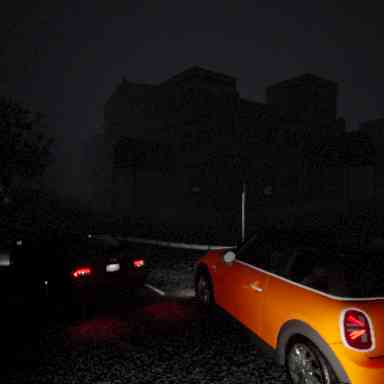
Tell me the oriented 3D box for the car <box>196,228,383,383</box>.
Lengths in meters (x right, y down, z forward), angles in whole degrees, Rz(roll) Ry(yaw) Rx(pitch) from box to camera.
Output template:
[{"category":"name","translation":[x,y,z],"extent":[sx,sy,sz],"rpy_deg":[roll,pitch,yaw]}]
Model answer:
[{"category":"car","translation":[1.638,1.354,5.310],"extent":[2.097,1.767,4.553],"rpy_deg":[0,0,-18]}]

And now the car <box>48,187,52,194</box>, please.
[{"category":"car","translation":[-34.514,0.192,74.117],"extent":[4.892,1.521,2.231],"rpy_deg":[0,2,-18]}]

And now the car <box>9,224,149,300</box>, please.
[{"category":"car","translation":[-3.163,1.552,8.552],"extent":[2.033,1.411,5.357],"rpy_deg":[0,0,-39]}]

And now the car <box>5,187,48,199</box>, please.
[{"category":"car","translation":[-26.722,0.519,53.863],"extent":[5.566,2.045,2.435],"rpy_deg":[0,1,-23]}]

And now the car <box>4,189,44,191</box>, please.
[{"category":"car","translation":[-24.541,0.768,48.816],"extent":[4.553,1.767,2.185],"rpy_deg":[0,1,-23]}]

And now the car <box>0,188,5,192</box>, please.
[{"category":"car","translation":[-31.679,0.602,53.596],"extent":[2.097,1.767,4.553],"rpy_deg":[0,1,-23]}]

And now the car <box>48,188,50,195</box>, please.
[{"category":"car","translation":[-32.740,0.379,68.956],"extent":[4.792,1.488,2.163],"rpy_deg":[0,2,-19]}]

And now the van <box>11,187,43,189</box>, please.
[{"category":"van","translation":[-25.765,0.606,51.288],"extent":[4.442,1.987,1.878],"rpy_deg":[0,1,-23]}]

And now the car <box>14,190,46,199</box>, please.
[{"category":"car","translation":[-30.986,0.495,63.782],"extent":[5.366,1.575,1.946],"rpy_deg":[0,2,-21]}]

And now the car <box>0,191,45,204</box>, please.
[{"category":"car","translation":[-23.488,0.955,46.274],"extent":[4.892,1.521,2.231],"rpy_deg":[0,1,-23]}]

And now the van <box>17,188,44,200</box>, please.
[{"category":"van","translation":[-29.711,0.345,61.340],"extent":[4.442,1.987,1.878],"rpy_deg":[0,1,-21]}]

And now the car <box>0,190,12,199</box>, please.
[{"category":"car","translation":[-35.637,0.517,63.056],"extent":[2.128,1.511,4.902],"rpy_deg":[0,2,-20]}]
